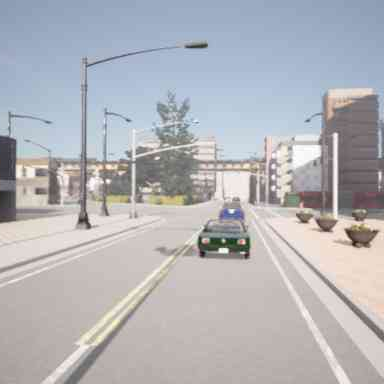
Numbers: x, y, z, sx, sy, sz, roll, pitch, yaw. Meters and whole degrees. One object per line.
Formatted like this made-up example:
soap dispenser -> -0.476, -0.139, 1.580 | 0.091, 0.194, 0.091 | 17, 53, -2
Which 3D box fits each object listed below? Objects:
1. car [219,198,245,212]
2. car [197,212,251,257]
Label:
car -> 3.427, 1.624, 28.385 | 2.097, 1.767, 4.553 | 0, -1, 8
car -> 1.385, 1.731, 13.546 | 1.895, 1.301, 4.718 | 0, 0, 8
